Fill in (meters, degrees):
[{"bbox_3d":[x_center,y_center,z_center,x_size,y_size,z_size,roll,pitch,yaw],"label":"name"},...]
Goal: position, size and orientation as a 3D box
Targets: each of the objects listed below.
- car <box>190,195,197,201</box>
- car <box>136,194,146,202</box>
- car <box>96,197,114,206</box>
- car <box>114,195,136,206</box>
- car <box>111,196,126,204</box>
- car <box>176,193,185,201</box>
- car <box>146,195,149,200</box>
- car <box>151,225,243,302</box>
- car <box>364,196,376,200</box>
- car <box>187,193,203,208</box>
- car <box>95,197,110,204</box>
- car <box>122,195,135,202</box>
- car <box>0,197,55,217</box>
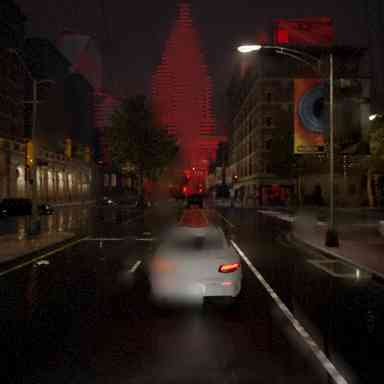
[{"bbox_3d":[0.415,1.489,86.429,1.837,1.490,4.892,0,0,0],"label":"car"},{"bbox_3d":[-11.201,1.544,66.567,2.033,1.411,5.357,0,0,1],"label":"car"},{"bbox_3d":[-14.812,1.545,56.819,2.033,1.411,5.357,0,0,0],"label":"car"},{"bbox_3d":[-11.313,1.475,56.753,1.882,1.535,5.008,0,0,0],"label":"car"},{"bbox_3d":[-14.699,1.502,66.358,1.837,1.490,4.892,0,0,1],"label":"car"},{"bbox_3d":[-3.085,1.214,86.476,2.150,2.045,5.566,0,0,0],"label":"car"},{"bbox_3d":[-11.132,1.352,76.787,2.097,1.767,4.553,0,0,0],"label":"car"},{"bbox_3d":[0.115,1.525,8.149,1.812,1.442,4.674,0,0,1],"label":"car"},{"bbox_3d":[34.771,1.478,68.044,2.231,1.521,4.892,0,0,0],"label":"car"},{"bbox_3d":[0.405,1.219,49.680,2.150,2.045,5.566,0,0,-1],"label":"car"},{"bbox_3d":[-17.930,1.592,66.904,1.895,1.301,4.718,0,0,0],"label":"car"},{"bbox_3d":[-14.633,1.474,76.772,1.882,1.535,5.008,0,0,0],"label":"car"},{"bbox_3d":[-15.070,1.350,30.396,4.553,1.767,2.097,0,0,-8],"label":"car"}]
